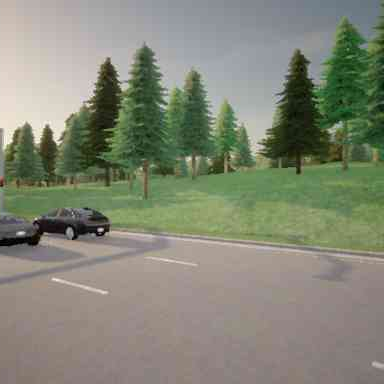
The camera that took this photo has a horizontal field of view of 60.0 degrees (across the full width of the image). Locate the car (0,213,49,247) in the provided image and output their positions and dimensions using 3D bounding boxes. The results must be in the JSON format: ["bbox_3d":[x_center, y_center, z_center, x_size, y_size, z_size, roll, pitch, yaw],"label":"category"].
[{"bbox_3d":[-8.269,1.570,14.066,4.181,1.385,1.994,0,0,36],"label":"car"}]

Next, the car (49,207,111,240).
[{"bbox_3d":[-6.236,1.514,16.916,4.892,1.490,1.837,0,0,36],"label":"car"}]
